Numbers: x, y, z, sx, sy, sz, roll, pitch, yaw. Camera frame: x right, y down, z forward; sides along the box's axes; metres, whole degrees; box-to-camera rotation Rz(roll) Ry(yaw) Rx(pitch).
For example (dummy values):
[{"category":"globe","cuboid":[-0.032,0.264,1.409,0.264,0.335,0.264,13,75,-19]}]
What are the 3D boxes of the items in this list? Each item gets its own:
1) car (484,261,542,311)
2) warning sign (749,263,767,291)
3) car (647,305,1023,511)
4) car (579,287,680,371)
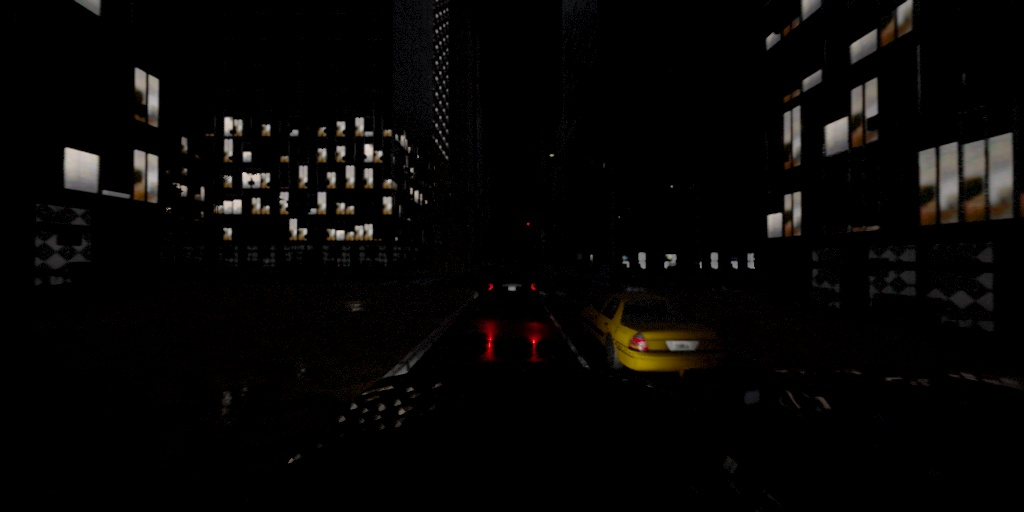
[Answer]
[{"category":"car","cuboid":[0.016,1.241,15.268,2.097,1.767,4.553,0,-1,0]},{"category":"warning sign","cuboid":[17.253,1.443,24.853,1.060,1.860,1.300,0,0,-3]},{"category":"car","cuboid":[2.565,1.298,1.980,1.888,1.381,4.507,0,0,0]},{"category":"car","cuboid":[2.563,1.336,7.701,1.751,1.417,4.829,0,0,0]}]
